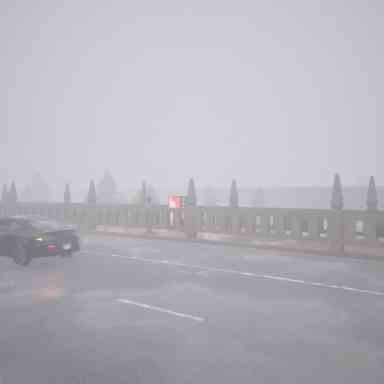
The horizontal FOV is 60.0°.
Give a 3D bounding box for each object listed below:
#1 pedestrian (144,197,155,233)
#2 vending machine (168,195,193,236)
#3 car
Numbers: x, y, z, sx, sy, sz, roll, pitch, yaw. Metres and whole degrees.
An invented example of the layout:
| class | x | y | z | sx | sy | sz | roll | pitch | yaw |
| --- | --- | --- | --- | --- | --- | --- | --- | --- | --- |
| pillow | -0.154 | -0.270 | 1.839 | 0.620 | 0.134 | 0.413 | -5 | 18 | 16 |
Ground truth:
| class | x | y | z | sx | sy | sz | roll | pitch | yaw |
| --- | --- | --- | --- | --- | --- | --- | --- | --- | --- |
| pedestrian | -2.154 | 1.141 | 16.835 | 0.375 | 1.860 | 0.375 | 0 | 0 | 29 |
| vending machine | -0.584 | 1.195 | 17.634 | 0.880 | 2.100 | 1.100 | 0 | 0 | 30 |
| car | -5.883 | 1.525 | 11.469 | 4.674 | 1.442 | 1.812 | 0 | 0 | 29 |
